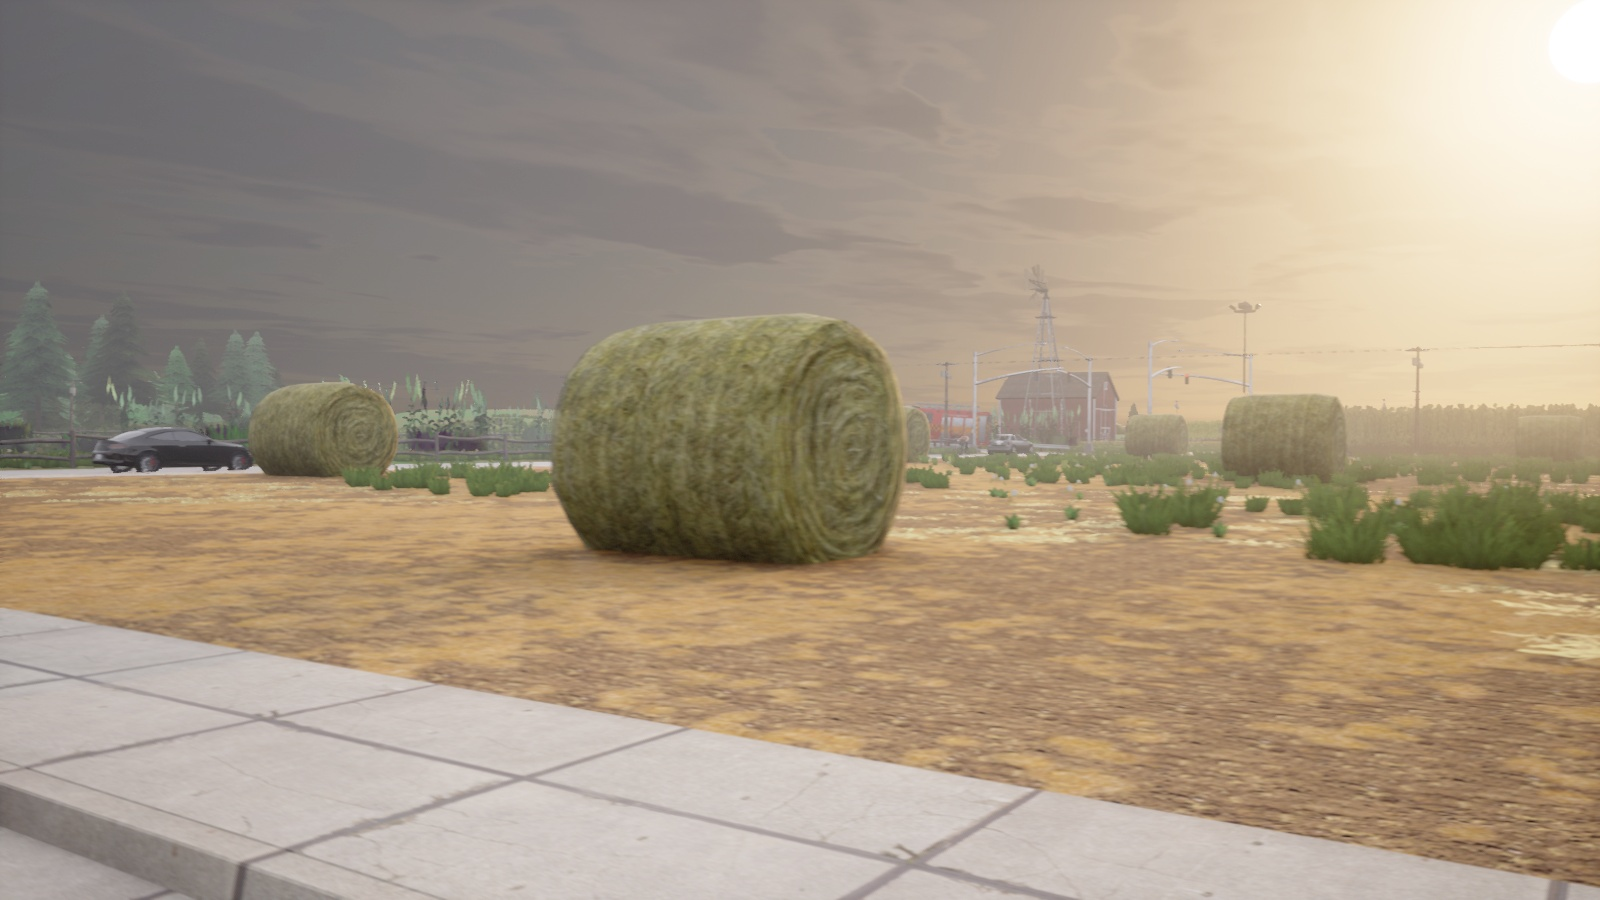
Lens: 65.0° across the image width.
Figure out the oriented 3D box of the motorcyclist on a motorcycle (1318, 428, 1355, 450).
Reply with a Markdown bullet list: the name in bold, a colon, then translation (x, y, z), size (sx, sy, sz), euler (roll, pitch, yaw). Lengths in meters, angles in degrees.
- **motorcyclist on a motorcycle**: translation (37.230, -0.760, 87.149), size (2.191, 1.530, 0.866), euler (0, 1, 34)

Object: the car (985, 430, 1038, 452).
- **car**: translation (14.187, -0.615, 84.196), size (1.970, 1.475, 3.806), euler (0, 1, 36)

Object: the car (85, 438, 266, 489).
- **car**: translation (-19.224, 0.367, 38.852), size (1.812, 1.442, 4.674), euler (0, 1, 36)
